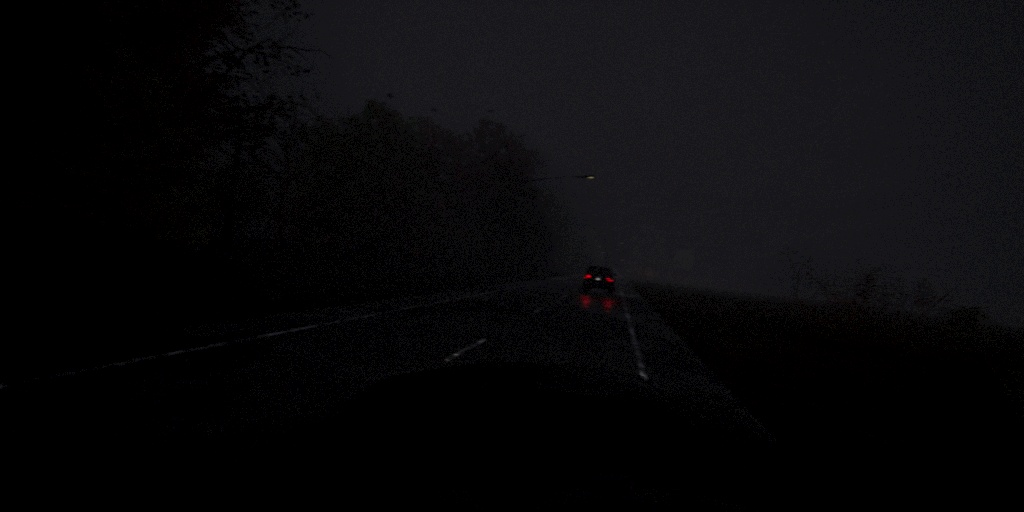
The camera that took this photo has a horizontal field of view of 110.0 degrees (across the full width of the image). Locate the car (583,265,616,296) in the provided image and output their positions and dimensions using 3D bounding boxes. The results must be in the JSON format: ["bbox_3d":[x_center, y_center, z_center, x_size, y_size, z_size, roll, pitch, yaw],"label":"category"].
[{"bbox_3d":[6.820,1.811,27.898,2.150,2.045,5.566,6,0,16],"label":"car"}]
